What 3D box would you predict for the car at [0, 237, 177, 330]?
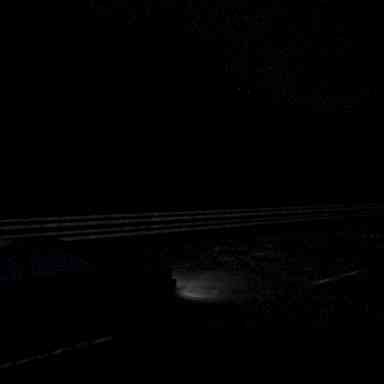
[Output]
[{"bbox_3d":[-2.939,1.548,5.957,5.357,1.411,2.033,0,0,-36],"label":"car"}]
